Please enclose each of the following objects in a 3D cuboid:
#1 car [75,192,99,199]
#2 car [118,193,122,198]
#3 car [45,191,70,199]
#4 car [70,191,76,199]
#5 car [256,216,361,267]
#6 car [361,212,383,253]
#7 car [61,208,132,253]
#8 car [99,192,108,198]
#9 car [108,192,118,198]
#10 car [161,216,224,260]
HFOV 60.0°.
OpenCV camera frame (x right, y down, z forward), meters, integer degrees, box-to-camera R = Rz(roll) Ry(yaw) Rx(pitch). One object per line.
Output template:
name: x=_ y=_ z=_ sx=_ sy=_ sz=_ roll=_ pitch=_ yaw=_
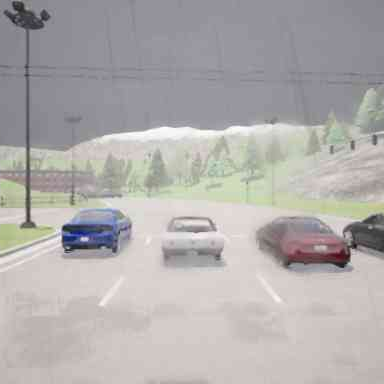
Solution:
car: x=-25.512 y=0.904 z=80.964 sx=4.892 sy=1.490 sz=1.837 roll=0 pitch=1 yaw=35
car: x=-21.149 y=0.833 z=90.664 sx=4.892 sy=1.490 sz=1.837 roll=0 pitch=0 yaw=32
car: x=-34.638 y=0.838 z=85.837 sx=4.674 sy=1.442 sz=1.812 roll=0 pitch=0 yaw=18
car: x=-32.868 y=0.637 z=88.902 sx=4.553 sy=1.767 sz=2.097 roll=0 pitch=0 yaw=21
car: x=3.479 y=1.482 z=11.115 sx=1.994 sy=1.385 sz=4.181 roll=0 pitch=0 yaw=-1
car: x=6.976 y=1.420 z=11.342 sx=1.837 sy=1.490 sz=4.892 roll=0 pitch=0 yaw=-1
car: x=-3.607 y=1.378 z=13.356 sx=1.882 sy=1.535 sz=5.008 roll=0 pitch=1 yaw=-2
car: x=-24.237 y=0.932 z=84.320 sx=4.181 sy=1.385 sz=1.994 roll=0 pitch=0 yaw=32
car: x=-22.603 y=0.712 z=87.438 sx=4.553 sy=1.767 sz=2.097 roll=0 pitch=0 yaw=32
car: x=-0.047 y=1.511 z=12.044 sx=1.895 sy=1.301 sz=4.718 roll=0 pitch=0 yaw=-2
